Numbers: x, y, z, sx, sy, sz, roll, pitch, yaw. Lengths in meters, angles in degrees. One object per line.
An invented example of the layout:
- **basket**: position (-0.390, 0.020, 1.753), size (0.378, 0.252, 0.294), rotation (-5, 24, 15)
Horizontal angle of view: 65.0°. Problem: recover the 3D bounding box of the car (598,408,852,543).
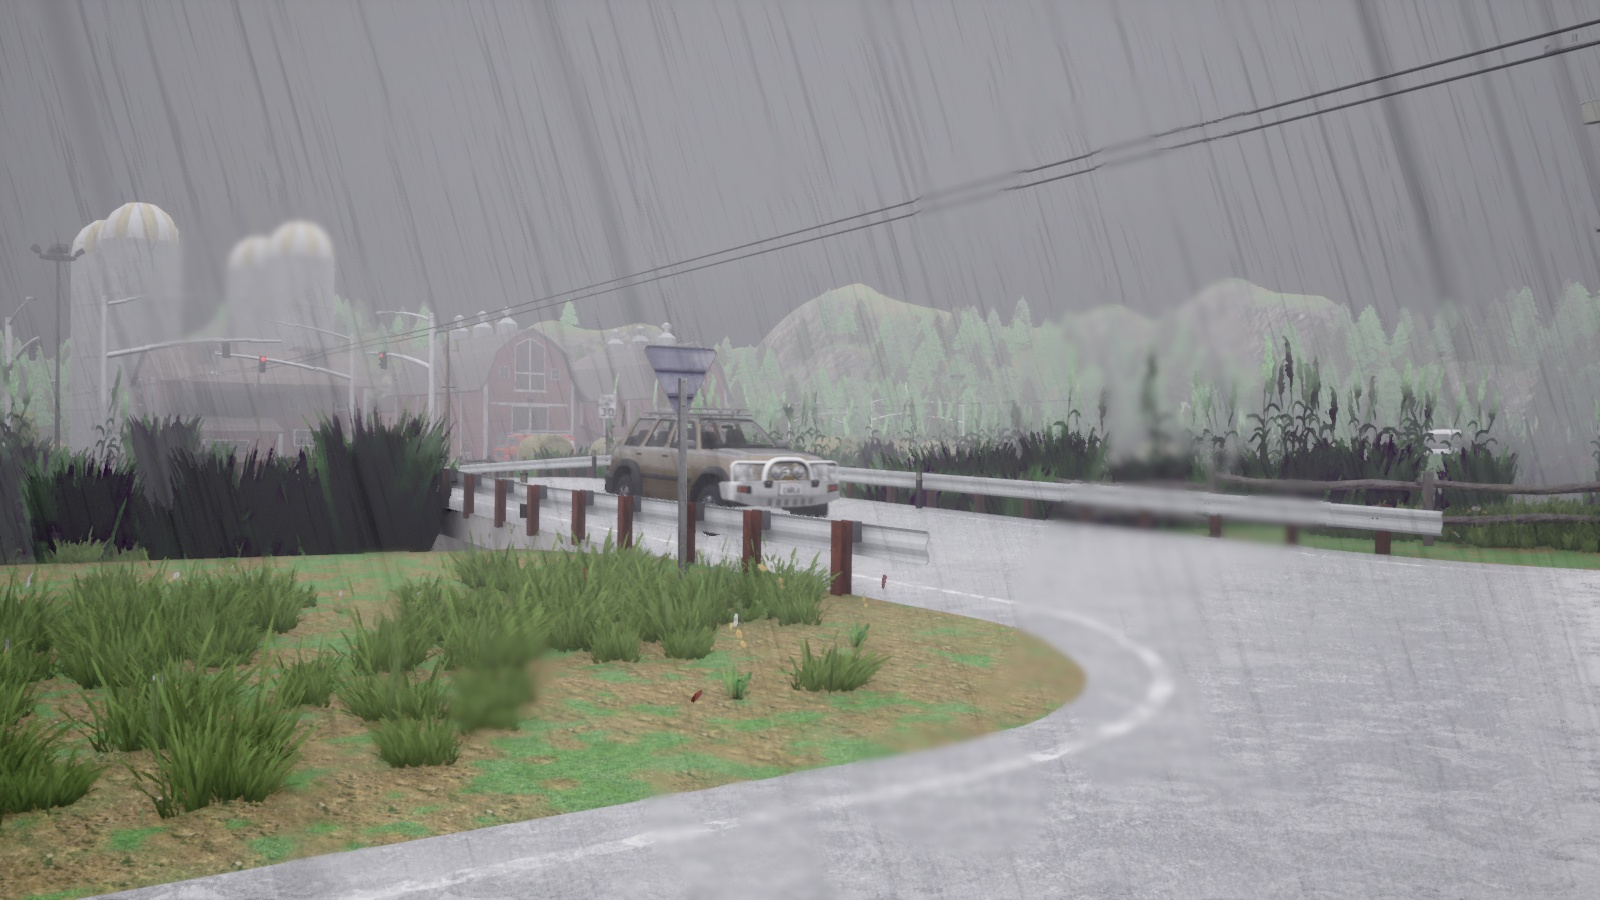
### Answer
- **car**: position (-1.326, 0.289, 19.834), size (1.932, 1.855, 4.605), rotation (0, 2, -33)
